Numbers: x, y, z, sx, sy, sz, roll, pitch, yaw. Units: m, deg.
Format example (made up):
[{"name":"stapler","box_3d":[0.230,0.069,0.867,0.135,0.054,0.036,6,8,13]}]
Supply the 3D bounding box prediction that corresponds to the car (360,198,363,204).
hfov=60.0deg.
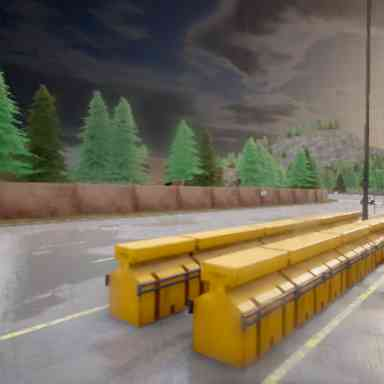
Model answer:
[{"name":"car","box_3d":[31.281,1.476,59.305,1.837,1.490,4.892,2,1,34]}]
